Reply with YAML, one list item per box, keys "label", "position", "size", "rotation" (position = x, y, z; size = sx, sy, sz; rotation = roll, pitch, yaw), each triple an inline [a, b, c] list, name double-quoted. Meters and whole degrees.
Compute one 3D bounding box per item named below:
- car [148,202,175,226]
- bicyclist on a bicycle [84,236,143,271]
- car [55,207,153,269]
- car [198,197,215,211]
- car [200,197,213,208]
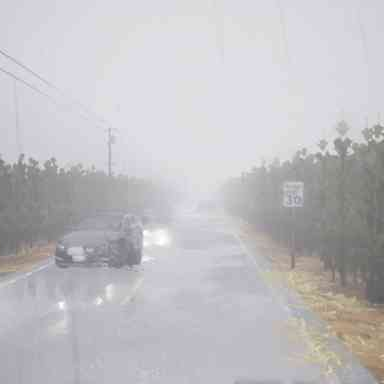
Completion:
- label: "car"
  position: [-2.335, 1.491, 23.556]
  size: [2.128, 1.511, 4.902]
  rotation: [0, 0, 3]
- label: "bicyclist on a bicycle"
  position: [-1.832, 1.546, 8.406]
  size: [1.656, 0.582, 1.620]
  rotation: [26, -37, -16]
- label: "car"
  position: [-2.881, 1.491, 11.260]
  size: [2.128, 1.511, 4.902]
  rotation: [0, 0, 2]
- label: "car"
  position: [1.780, 1.564, 40.141]
  size: [1.994, 1.385, 4.181]
  rotation: [0, 0, 2]
- label: "car"
  position: [2.204, 1.526, 50.139]
  size: [1.812, 1.442, 4.674]
  rotation: [0, 0, 2]
